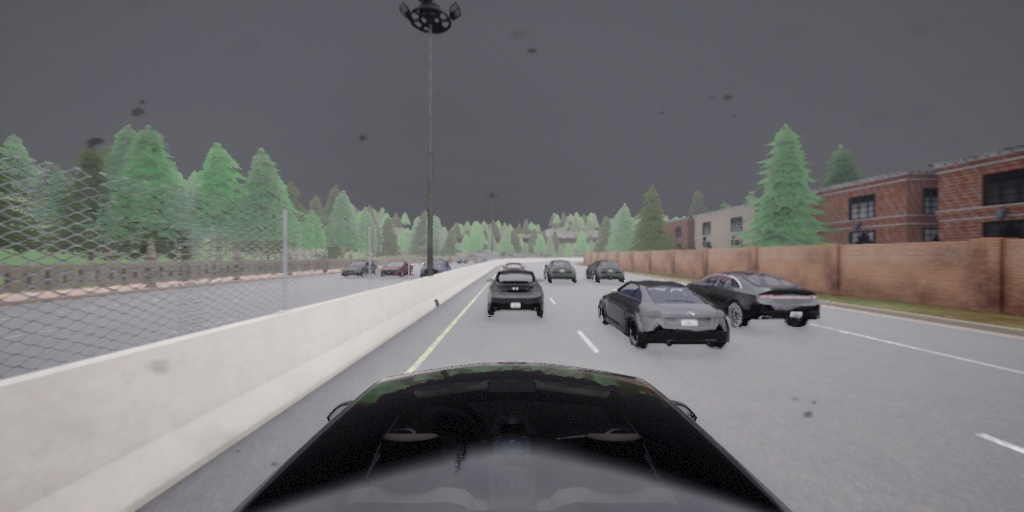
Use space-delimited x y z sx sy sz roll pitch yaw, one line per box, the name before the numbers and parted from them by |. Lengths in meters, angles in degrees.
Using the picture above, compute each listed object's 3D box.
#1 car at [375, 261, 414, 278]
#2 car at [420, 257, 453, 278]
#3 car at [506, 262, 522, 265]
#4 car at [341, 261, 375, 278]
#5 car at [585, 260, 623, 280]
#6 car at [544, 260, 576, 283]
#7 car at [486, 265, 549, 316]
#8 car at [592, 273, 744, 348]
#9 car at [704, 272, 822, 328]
car | -10.520 1.180 33.145 1.882 1.535 5.008 0 0 0
car | -7.018 1.059 33.330 2.097 1.767 4.553 0 0 0
car | 0.150 1.246 29.385 1.812 1.442 4.674 0 0 0
car | -14.018 1.203 33.386 1.837 1.490 4.892 0 0 0
car | 7.155 1.083 28.121 2.097 1.767 4.553 0 0 0
car | 3.655 1.078 28.134 2.097 1.767 4.553 0 0 0
car | 0.118 1.242 13.239 1.837 1.490 4.892 0 0 0
car | 3.598 1.311 9.244 1.994 1.385 4.181 0 0 0
car | 7.109 1.242 11.377 2.128 1.511 4.902 0 0 0
